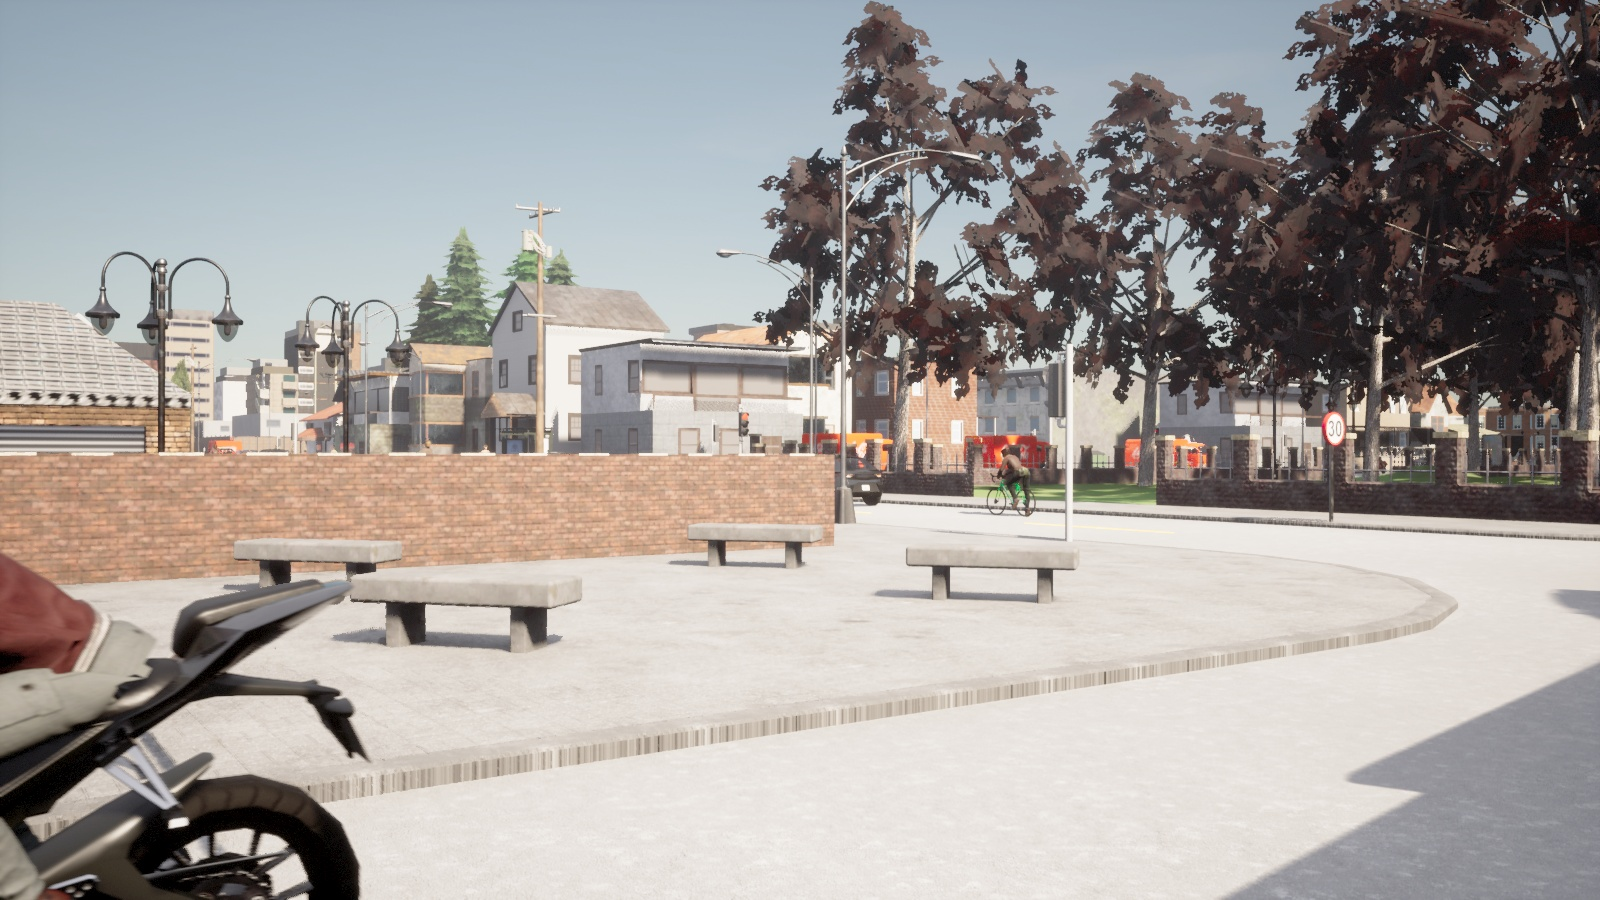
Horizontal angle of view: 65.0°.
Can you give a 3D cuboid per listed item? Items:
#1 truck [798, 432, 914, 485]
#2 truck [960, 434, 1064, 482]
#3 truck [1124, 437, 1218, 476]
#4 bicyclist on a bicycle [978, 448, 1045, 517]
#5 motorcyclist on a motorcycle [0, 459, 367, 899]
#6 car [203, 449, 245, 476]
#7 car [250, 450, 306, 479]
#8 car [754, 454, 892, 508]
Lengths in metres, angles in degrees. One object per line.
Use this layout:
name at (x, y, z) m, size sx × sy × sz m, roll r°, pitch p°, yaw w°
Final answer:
truck at (2.738, 0.402, 61.153) m, size 5.204 × 2.467 × 2.627 m, roll 0°, pitch 0°, yaw -39°
truck at (11.362, 0.398, 67.218) m, size 5.204 × 2.467 × 2.627 m, roll 0°, pitch 0°, yaw -38°
truck at (24.140, 0.403, 81.734) m, size 5.204 × 2.467 × 2.627 m, roll 0°, pitch 1°, yaw 41°
bicyclist on a bicycle at (5.038, 0.760, 30.000) m, size 0.582 × 1.620 × 1.656 m, roll 0°, pitch 0°, yaw -35°
motorcyclist on a motorcycle at (-2.186, 0.791, 2.746) m, size 2.191 × 1.530 × 0.866 m, roll 0°, pitch 0°, yaw -35°
car at (-40.874, 0.866, 89.074) m, size 1.932 × 1.855 × 4.605 m, roll 0°, pitch 0°, yaw -35°
car at (-31.357, 0.840, 75.362) m, size 2.242 × 1.667 × 4.611 m, roll 0°, pitch 0°, yaw -35°
car at (0.603, 0.846, 36.427) m, size 1.816 × 1.474 × 4.193 m, roll 0°, pitch 0°, yaw -36°
